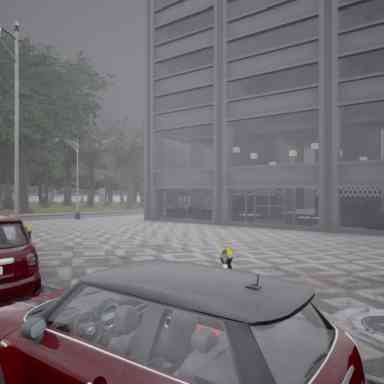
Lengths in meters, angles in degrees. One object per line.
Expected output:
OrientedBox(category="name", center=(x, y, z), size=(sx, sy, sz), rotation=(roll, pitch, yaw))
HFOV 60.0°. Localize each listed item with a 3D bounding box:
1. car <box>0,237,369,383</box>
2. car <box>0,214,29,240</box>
OrientedBox(category="car", center=(-0.551, 1.440, 3.351), size=(4.097, 1.590, 1.967), rotation=(0, 0, 35))
OrientedBox(category="car", center=(-4.984, 1.315, 6.501), size=(5.009, 1.841, 2.192), rotation=(0, 0, 35))
